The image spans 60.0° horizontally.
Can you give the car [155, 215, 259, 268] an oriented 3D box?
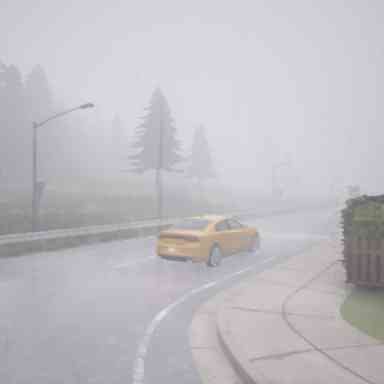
[{"bbox_3d":[0.781,1.579,12.018,1.882,1.535,5.008,0,0,34],"label":"car"}]
